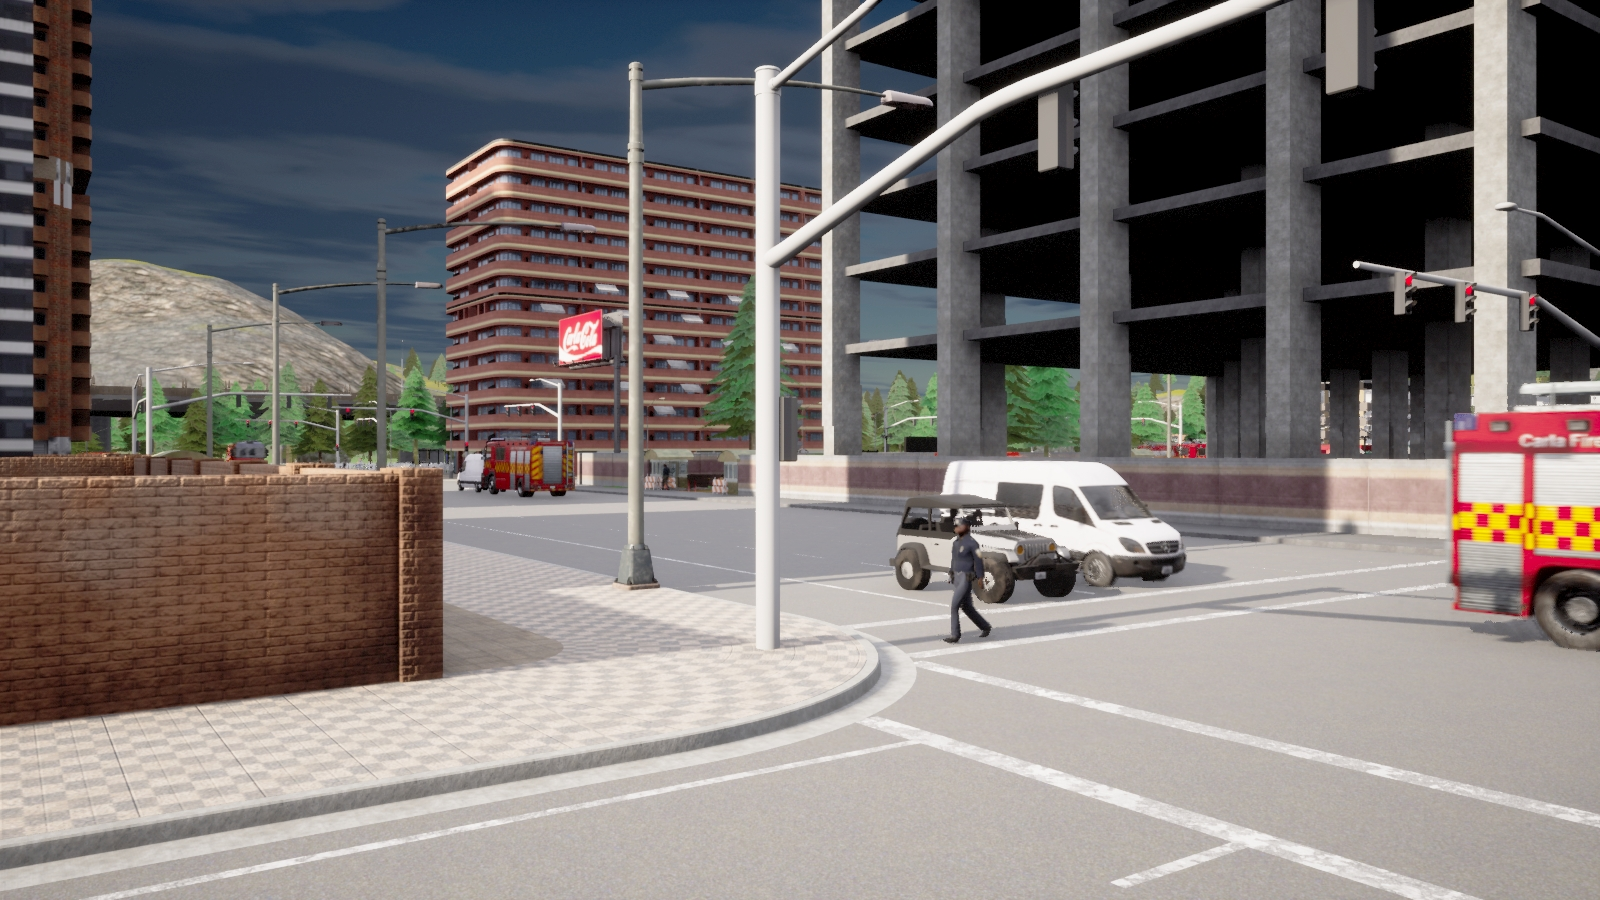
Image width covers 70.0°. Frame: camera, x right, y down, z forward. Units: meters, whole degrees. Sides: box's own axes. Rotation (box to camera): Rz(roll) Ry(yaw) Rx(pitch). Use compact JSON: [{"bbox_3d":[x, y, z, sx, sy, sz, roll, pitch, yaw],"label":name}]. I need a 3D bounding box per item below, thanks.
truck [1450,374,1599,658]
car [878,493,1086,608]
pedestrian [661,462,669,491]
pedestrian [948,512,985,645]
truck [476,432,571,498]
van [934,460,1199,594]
[{"bbox_3d":[13.296,0.889,14.358,2.891,3.827,8.468,0,0,-36],"label":"truck"},{"bbox_3d":[3.467,1.856,22.402,1.905,1.878,3.866,0,0,-34],"label":"car"},{"bbox_3d":[-8.704,1.694,73.662,0.375,1.860,0.375,0,0,-39],"label":"pedestrian"},{"bbox_3d":[2.418,1.848,16.571,0.375,1.860,0.375,0,0,-31],"label":"pedestrian"},{"bbox_3d":[-17.186,0.889,70.593,2.891,3.827,8.468,0,0,-34],"label":"truck"},{"bbox_3d":[5.711,1.533,25.374,1.988,2.561,5.915,0,0,-35],"label":"van"}]
